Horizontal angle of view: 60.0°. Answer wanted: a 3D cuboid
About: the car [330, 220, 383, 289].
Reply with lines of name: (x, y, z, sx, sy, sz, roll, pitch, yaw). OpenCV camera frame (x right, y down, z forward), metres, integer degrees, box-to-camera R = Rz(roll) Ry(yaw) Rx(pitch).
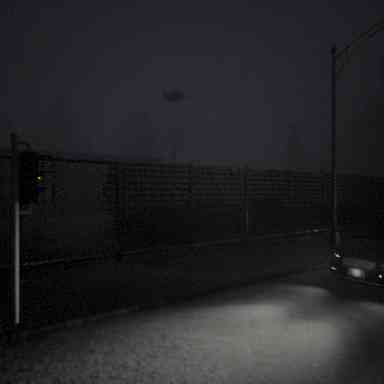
car: (5.559, 1.493, 8.709, 4.902, 1.511, 2.128, 0, 0, -36)
